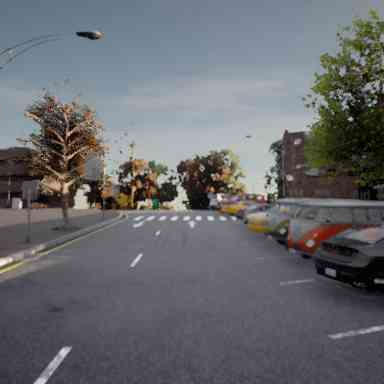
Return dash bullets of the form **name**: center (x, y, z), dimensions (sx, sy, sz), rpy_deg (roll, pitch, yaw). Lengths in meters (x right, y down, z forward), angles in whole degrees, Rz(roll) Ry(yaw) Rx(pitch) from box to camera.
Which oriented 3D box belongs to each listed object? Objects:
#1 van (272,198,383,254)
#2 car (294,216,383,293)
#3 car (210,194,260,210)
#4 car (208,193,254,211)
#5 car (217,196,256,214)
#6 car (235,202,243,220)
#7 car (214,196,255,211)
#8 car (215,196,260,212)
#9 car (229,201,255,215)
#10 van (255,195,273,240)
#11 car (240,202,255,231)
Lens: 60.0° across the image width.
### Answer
- **van**: center (5.173, 1.262, 10.935), dimensions (4.442, 1.987, 1.878), rpy_deg (1, 0, -20)
- **car**: center (5.256, 1.489, 7.957), dimensions (4.892, 1.521, 2.231), rpy_deg (1, 0, -20)
- **car**: center (5.267, 1.245, 35.152), dimensions (5.566, 2.045, 2.435), rpy_deg (1, 0, -21)
- **car**: center (5.147, 1.404, 44.180), dimensions (5.566, 2.045, 2.435), rpy_deg (2, -5, -20)
- **car**: center (5.484, 1.495, 32.203), dimensions (5.366, 1.575, 1.946), rpy_deg (1, 0, -20)
- **car**: center (5.327, 1.532, 20.055), dimensions (4.674, 1.452, 2.002), rpy_deg (1, 0, -20)
- **car**: center (5.240, 1.411, 41.227), dimensions (4.553, 1.767, 2.185), rpy_deg (2, -3, -21)
- **car**: center (5.227, 1.372, 38.203), dimensions (4.553, 1.767, 2.185), rpy_deg (1, -1, -21)
- **car**: center (5.323, 1.533, 23.083), dimensions (4.674, 1.452, 2.002), rpy_deg (1, 0, -20)
- **van**: center (5.187, 1.263, 13.963), dimensions (4.442, 1.987, 1.878), rpy_deg (1, 0, -20)
- **car**: center (5.483, 1.490, 17.094), dimensions (5.366, 1.575, 1.946), rpy_deg (1, 0, -20)
